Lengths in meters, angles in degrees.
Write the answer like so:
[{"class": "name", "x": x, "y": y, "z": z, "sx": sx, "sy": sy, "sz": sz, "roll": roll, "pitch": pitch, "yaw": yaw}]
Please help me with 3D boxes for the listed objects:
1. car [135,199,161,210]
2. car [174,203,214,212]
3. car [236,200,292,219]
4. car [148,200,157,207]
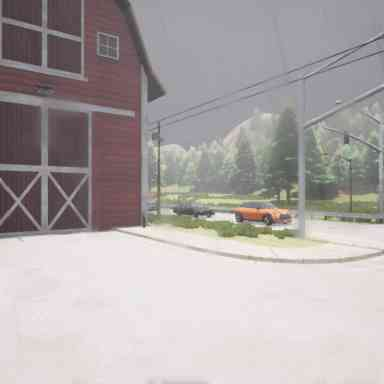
[{"class": "car", "x": -6.605, "y": 1.849, "z": 49.579, "sx": 1.812, "sy": 1.442, "sz": 4.674, "roll": 0, "pitch": 0, "yaw": -34}, {"class": "car", "x": 0.061, "y": 1.771, "z": 33.457, "sx": 2.033, "sy": 1.411, "sz": 5.357, "roll": 0, "pitch": 0, "yaw": -34}, {"class": "car", "x": 5.438, "y": 1.525, "z": 25.599, "sx": 2.097, "sy": 1.767, "sz": 4.553, "roll": 0, "pitch": 0, "yaw": -34}, {"class": "car", "x": -5.559, "y": 1.841, "z": 41.674, "sx": 1.994, "sy": 1.385, "sz": 4.181, "roll": 0, "pitch": 0, "yaw": -35}]
